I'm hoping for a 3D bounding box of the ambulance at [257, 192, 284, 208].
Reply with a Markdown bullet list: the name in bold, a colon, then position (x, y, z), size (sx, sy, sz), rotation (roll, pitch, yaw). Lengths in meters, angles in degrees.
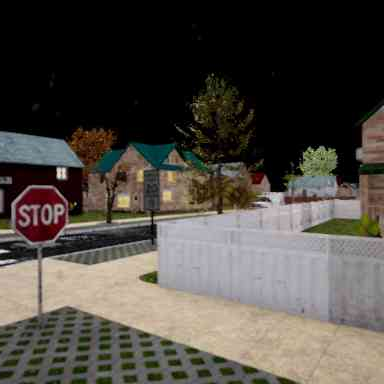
- **ambulance**: position (8.716, 1.264, 38.884), size (2.351, 2.431, 6.366), rotation (-1, -1, 34)
